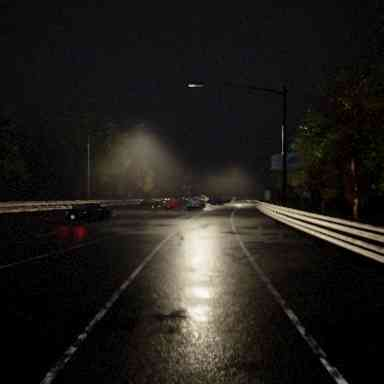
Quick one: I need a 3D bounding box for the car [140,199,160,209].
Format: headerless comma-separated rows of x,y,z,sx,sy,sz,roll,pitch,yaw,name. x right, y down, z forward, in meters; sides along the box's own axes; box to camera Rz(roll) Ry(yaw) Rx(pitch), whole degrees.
-6.161,1.773,48.765,1.837,1.490,4.892,0,-1,12,car

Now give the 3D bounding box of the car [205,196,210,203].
5.210,2.191,84.826,1.837,1.490,4.892,0,-1,12,car

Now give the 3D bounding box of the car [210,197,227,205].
5.644,1.902,70.275,2.097,1.767,4.553,0,-1,12,car

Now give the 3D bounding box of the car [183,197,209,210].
0.641,1.838,47.151,2.033,1.411,5.357,0,-1,12,car

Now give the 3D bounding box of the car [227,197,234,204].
9.050,2.202,86.026,1.882,1.535,5.008,0,-1,12,car

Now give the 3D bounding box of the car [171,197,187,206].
-2.443,1.811,65.974,2.097,1.767,4.553,0,-1,12,car

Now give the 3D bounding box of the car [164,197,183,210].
-2.750,1.806,47.975,1.812,1.442,4.674,0,-1,12,car

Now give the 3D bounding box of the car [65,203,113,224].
-7.694,1.550,25.107,1.812,1.442,4.674,0,-1,12,car

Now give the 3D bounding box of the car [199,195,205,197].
3.077,1.971,91.519,2.150,2.045,5.566,0,-1,12,car
